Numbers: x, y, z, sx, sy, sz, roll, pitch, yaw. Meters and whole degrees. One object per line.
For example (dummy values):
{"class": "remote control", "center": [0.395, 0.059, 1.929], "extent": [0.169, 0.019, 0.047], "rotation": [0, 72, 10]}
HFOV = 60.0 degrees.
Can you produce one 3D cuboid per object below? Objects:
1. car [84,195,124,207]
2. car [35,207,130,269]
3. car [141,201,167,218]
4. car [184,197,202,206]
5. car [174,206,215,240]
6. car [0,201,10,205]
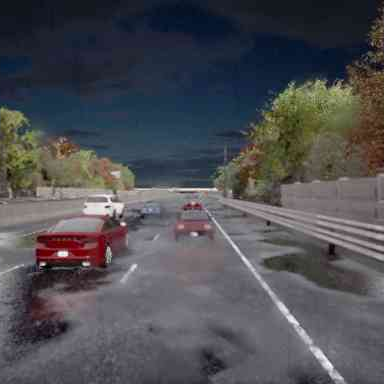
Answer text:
{"class": "car", "center": [-6.883, 1.228, 26.445], "extent": [2.150, 2.045, 5.566], "rotation": [0, 0, 0]}
{"class": "car", "center": [-3.394, 1.477, 11.229], "extent": [1.882, 1.535, 5.008], "rotation": [0, 0, 0]}
{"class": "car", "center": [-3.382, 1.555, 29.910], "extent": [2.033, 1.411, 5.357], "rotation": [0, 0, 0]}
{"class": "car", "center": [0.117, 1.367, 39.392], "extent": [2.097, 1.767, 4.553], "rotation": [0, 0, 0]}
{"class": "car", "center": [0.112, 1.602, 17.090], "extent": [1.895, 1.301, 4.718], "rotation": [0, 0, 0]}
{"class": "car", "center": [-17.485, 1.501, 28.687], "extent": [1.882, 1.535, 5.008], "rotation": [0, 0, 0]}
